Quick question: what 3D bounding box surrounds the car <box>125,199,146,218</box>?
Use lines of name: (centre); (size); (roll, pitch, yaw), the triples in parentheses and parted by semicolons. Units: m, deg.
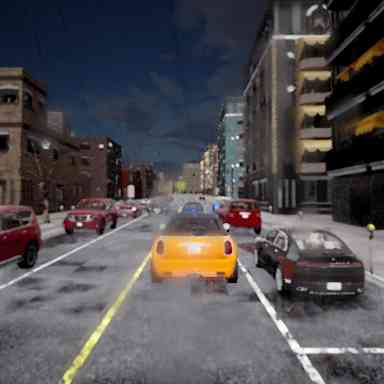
car: (-5.678, 1.451, 30.133); (1.967, 1.590, 4.097); (1, 0, 0)

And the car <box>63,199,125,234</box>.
car: (-5.674, 1.322, 19.318); (2.192, 1.841, 5.009); (1, 0, 0)

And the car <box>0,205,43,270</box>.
car: (-5.673, 1.319, 8.504); (2.192, 1.841, 5.009); (1, 0, 0)

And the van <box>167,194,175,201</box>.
van: (-5.685, 1.369, 90.272); (1.690, 1.788, 3.998); (1, 0, 0)

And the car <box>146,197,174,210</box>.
car: (-3.098, 1.503, 32.118); (2.128, 1.511, 4.902); (0, 0, 0)

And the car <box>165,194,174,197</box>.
car: (-5.764, 1.569, 78.903); (1.887, 1.381, 4.507); (1, 0, 0)

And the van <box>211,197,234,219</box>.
van: (2.703, 1.352, 30.127); (1.690, 1.788, 3.998); (1, 0, 0)

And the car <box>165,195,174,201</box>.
car: (-5.689, 1.571, 84.584); (1.887, 1.381, 4.507); (1, 0, 0)

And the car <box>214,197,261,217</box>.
car: (2.705, 1.322, 19.312); (2.192, 1.841, 5.009); (1, 0, 0)

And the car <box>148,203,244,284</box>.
car: (0.069, 1.355, 9.735); (2.097, 1.767, 4.553); (0, 0, 0)

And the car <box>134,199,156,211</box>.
car: (-5.683, 1.565, 40.947); (2.008, 1.369, 4.403); (1, 0, 0)

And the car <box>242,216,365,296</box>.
car: (2.703, 1.554, 8.498); (2.008, 1.369, 4.403); (1, 0, 0)

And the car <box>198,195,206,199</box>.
car: (2.692, 1.467, 90.334); (1.967, 1.590, 4.097); (1, 0, 0)

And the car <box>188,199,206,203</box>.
car: (0.078, 1.557, 27.317); (2.033, 1.411, 5.357); (0, 0, 0)
